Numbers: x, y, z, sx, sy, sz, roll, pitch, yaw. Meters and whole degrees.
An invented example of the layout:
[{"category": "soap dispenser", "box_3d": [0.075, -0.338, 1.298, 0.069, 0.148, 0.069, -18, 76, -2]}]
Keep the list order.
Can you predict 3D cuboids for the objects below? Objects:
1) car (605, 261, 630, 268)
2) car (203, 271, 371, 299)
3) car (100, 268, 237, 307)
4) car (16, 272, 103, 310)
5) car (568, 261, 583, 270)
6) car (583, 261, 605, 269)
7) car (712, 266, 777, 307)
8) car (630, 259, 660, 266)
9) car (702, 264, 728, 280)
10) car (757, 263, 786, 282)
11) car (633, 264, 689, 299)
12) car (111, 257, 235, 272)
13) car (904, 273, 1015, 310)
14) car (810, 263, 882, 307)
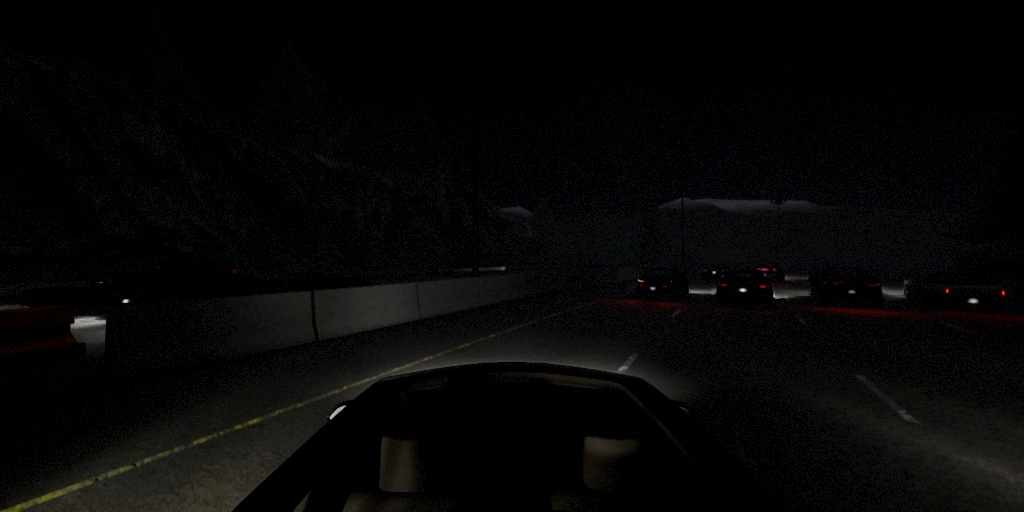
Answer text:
[{"category": "car", "box_3d": [15.035, 1.417, 48.597, 4.892, 1.490, 1.837, 0, 0, -44]}, {"category": "car", "box_3d": [-7.956, 1.350, 13.717, 2.033, 1.411, 5.357, 0, 0, 30]}, {"category": "car", "box_3d": [-11.791, 1.360, 14.085, 2.033, 1.411, 5.357, 0, 0, 30]}, {"category": "car", "box_3d": [-15.672, 1.422, 14.270, 1.895, 1.301, 4.718, 0, 0, 29]}, {"category": "car", "box_3d": [10.162, 1.474, 53.622, 4.181, 1.385, 1.994, 0, 0, -44]}, {"category": "car", "box_3d": [12.486, 1.438, 51.000, 4.181, 1.385, 1.994, 0, 0, -44]}, {"category": "car", "box_3d": [10.361, 1.333, 15.927, 1.994, 1.385, 4.181, 0, 0, 35]}, {"category": "car", "box_3d": [17.471, 1.050, 46.086, 4.181, 1.385, 1.994, 0, 0, -44]}, {"category": "car", "box_3d": [18.180, 1.361, 31.375, 1.994, 1.385, 4.181, 0, 0, 41]}, {"category": "car", "box_3d": [21.138, 1.277, 29.442, 2.128, 1.511, 4.902, 0, 0, 42]}, {"category": "car", "box_3d": [7.761, 1.309, 18.343, 1.812, 1.442, 4.674, 0, -1, 34]}, {"category": "car", "box_3d": [-17.396, 1.058, 18.328, 2.150, 2.045, 5.566, 0, 0, 30]}, {"category": "car", "box_3d": [18.172, 1.350, 14.881, 1.895, 1.301, 4.718, 0, 0, 36]}, {"category": "car", "box_3d": [14.588, 1.238, 15.865, 1.882, 1.535, 5.008, 0, 0, 36]}]
